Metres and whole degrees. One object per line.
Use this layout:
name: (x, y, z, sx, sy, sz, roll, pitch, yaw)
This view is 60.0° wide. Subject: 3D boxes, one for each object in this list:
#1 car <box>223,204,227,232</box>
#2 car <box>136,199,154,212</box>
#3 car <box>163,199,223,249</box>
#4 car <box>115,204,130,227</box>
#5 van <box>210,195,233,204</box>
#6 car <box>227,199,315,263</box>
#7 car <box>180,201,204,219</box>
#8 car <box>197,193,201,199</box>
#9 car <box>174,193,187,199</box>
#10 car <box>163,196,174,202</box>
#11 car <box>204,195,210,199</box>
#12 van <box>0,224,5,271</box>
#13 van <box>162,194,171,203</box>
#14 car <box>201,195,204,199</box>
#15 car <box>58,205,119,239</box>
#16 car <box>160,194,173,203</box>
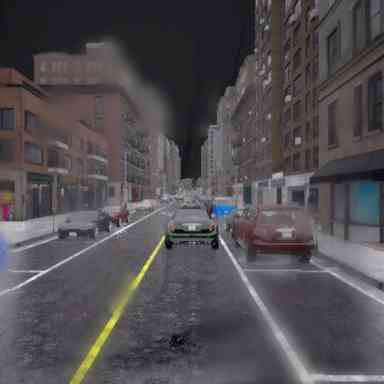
car: (2.699, 1.549, 17.286, 2.008, 1.369, 4.403, 0, 0, 0)
car: (-5.400, 1.521, 38.741, 1.752, 1.417, 4.829, 0, 0, 0)
car: (0.000, 1.365, 14.620, 2.097, 1.767, 4.553, 0, 0, 0)
car: (-5.404, 1.542, 22.691, 1.887, 1.381, 4.507, 0, 0, 0)
van: (2.689, 1.338, 28.099, 1.690, 1.788, 3.998, 0, 0, 0)
car: (2.704, 1.313, 11.880, 2.192, 1.841, 5.009, 0, 0, 0)
car: (0.000, 1.570, 29.650, 1.994, 1.385, 4.181, 0, 0, 0)
car: (2.645, 1.519, 76.925, 1.752, 1.417, 4.829, 0, 0, 0)
car: (-2.750, 1.414, 76.711, 1.882, 1.535, 5.008, 0, 0, 0)
car: (-5.390, 1.544, 76.754, 2.008, 1.369, 4.403, 0, 0, 0)
car: (2.684, 1.312, 33.506, 2.192, 1.841, 5.009, 0, 0, 0)
van: (-5.408, 1.339, 6.473, 1.690, 1.788, 3.998, 0, 0, 0)
van: (-5.391, 1.334, 71.348, 1.690, 1.788, 3.998, 0, 0, 0)
car: (2.988, 1.347, 55.095, 2.097, 1.767, 4.553, 0, 0, 0)
car: (-5.405, 1.564, 17.285, 1.947, 1.339, 4.313, 0, 0, 0)
car: (-5.392, 1.576, 65.941, 1.802, 1.307, 4.206, 0, 0, 0)
